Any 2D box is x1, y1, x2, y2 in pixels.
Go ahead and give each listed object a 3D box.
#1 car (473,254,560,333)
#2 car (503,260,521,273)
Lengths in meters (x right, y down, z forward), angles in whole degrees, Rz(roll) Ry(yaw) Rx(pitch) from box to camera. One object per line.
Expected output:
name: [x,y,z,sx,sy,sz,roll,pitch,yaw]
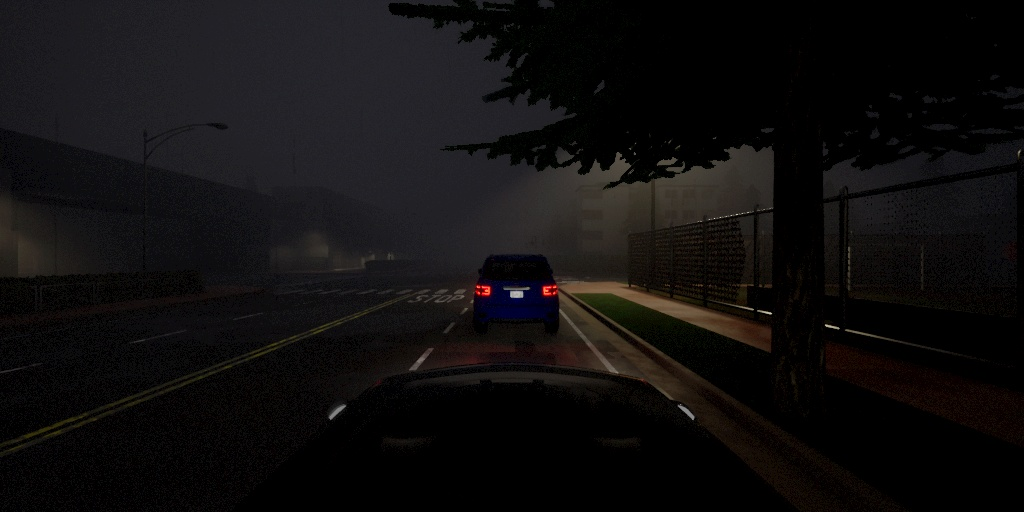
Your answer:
car: [0.111,0.972,10.889,2.150,2.045,5.566,0,0,0]
car: [0.005,1.241,45.743,2.128,1.511,4.902,0,0,0]
